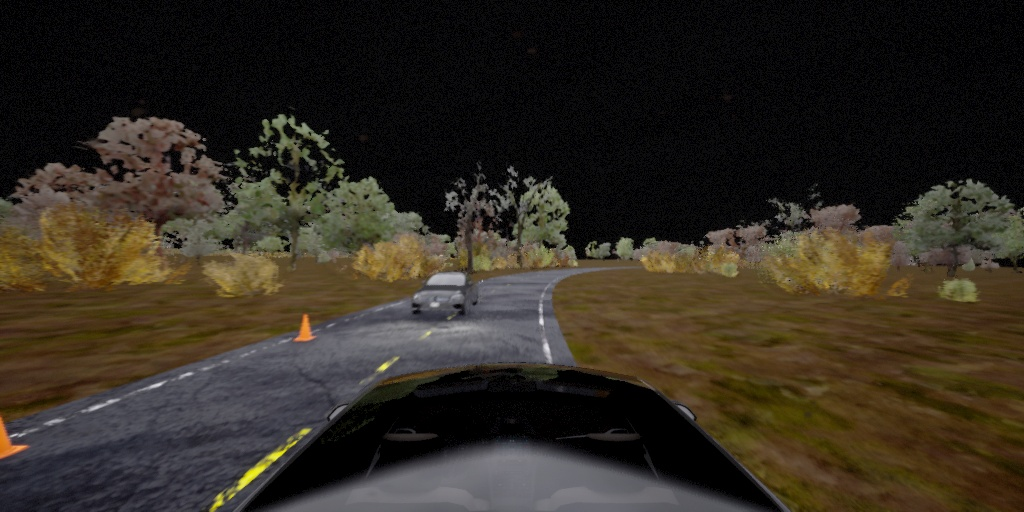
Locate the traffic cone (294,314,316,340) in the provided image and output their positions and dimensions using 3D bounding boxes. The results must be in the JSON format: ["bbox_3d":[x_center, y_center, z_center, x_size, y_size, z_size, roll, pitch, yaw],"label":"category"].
[{"bbox_3d":[-4.931,1.679,8.555,0.340,0.580,0.340,0,0,2],"label":"traffic cone"}]

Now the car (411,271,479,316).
[{"bbox_3d":[-2.363,1.319,13.770,1.812,1.442,4.674,1,-1,3],"label":"car"}]

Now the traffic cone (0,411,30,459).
[{"bbox_3d":[-5.052,1.644,3.466,0.340,0.580,0.340,0,0,0],"label":"traffic cone"}]
